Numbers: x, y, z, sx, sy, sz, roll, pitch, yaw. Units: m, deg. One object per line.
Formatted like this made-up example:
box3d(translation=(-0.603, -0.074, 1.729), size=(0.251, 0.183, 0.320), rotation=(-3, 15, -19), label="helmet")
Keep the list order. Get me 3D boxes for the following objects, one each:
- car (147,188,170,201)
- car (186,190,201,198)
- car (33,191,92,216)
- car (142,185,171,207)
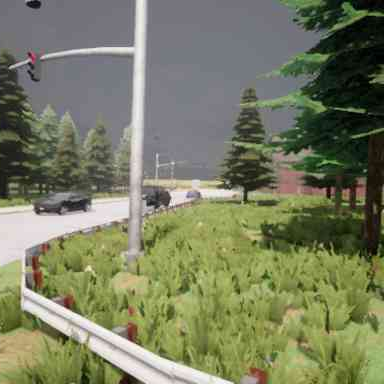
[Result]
box3d(translation=(-4.548, 0.264, 45.951), size=(1.882, 1.535, 5.008), rotation=(2, 1, 9), label="car")
box3d(translation=(0.299, 0.309, 53.445), size=(2.033, 1.411, 5.357), rotation=(2, 1, 9), label="car")
box3d(translation=(-8.702, 0.712, 22.788), size=(1.882, 1.535, 5.008), rotation=(2, 2, 11), label="car")
box3d(translation=(-3.535, 0.446, 30.096), size=(2.150, 2.045, 5.566), rotation=(2, 1, 11), label="car")
